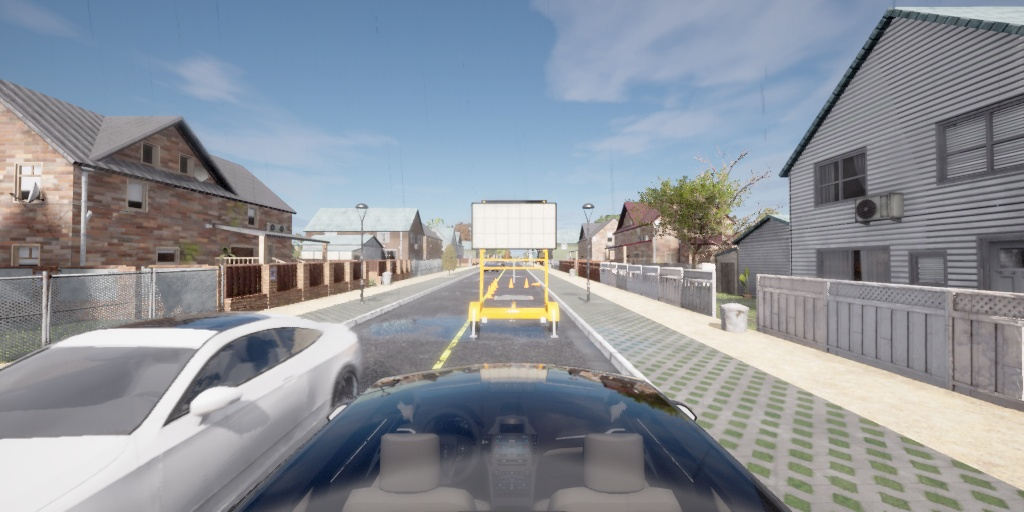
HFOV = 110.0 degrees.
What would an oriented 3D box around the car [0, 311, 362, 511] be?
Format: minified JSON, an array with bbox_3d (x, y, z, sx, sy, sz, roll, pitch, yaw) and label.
[{"bbox_3d":[-2.839,1.276,2.915,1.812,1.442,4.674,0,0,0],"label":"car"}]

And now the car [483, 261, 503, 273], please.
[{"bbox_3d":[-2.626,1.383,45.186,2.033,1.411,5.357,0,0,0],"label":"car"}]

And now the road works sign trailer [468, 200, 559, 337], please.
[{"bbox_3d":[0.060,0.220,10.240,2.380,3.560,2.880,0,0,1],"label":"road works sign trailer"}]
